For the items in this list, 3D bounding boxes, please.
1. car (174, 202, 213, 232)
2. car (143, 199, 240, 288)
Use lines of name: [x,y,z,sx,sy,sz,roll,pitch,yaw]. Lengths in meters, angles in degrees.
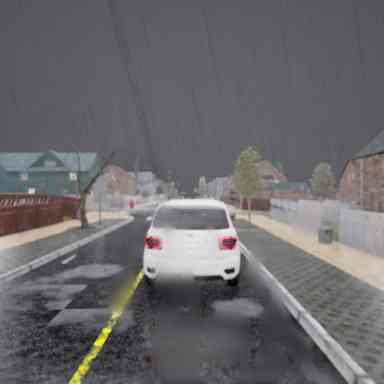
car: [0.100,1.464,20.778,2.128,1.511,4.902,0,0,0]
car: [0.080,1.206,9.394,2.150,2.045,5.566,0,0,2]
